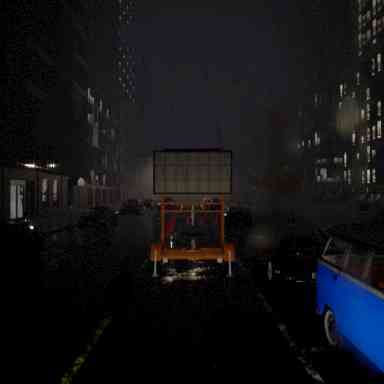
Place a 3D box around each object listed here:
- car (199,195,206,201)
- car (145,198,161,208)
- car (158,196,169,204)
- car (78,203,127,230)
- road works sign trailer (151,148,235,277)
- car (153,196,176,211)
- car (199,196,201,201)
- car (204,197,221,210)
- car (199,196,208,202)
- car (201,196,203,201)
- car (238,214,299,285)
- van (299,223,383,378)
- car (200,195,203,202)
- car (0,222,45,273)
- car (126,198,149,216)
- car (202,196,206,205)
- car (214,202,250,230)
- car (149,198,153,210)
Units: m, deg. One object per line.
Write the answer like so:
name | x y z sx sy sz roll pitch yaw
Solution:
car | 2.707 1.561 89.107 1.752 1.417 4.829 0 0 0
car | -5.679 1.558 49.138 1.887 1.381 4.507 0 0 0
car | -5.677 1.565 66.205 1.887 1.381 4.507 0 0 0
car | -5.682 1.555 20.692 2.008 1.369 4.403 0 0 0
road works sign trailer | 0.025 0.466 10.256 2.380 3.560 2.880 0 0 0
car | -3.084 1.362 40.469 2.097 1.767 4.553 0 0 0
car | 2.703 1.568 60.493 2.008 1.369 4.403 0 0 0
car | 2.700 1.560 37.737 2.008 1.369 4.403 0 0 0
car | 2.705 1.594 77.559 1.947 1.339 4.313 0 0 0
car | 2.702 1.558 49.115 1.887 1.381 4.507 0 0 0
car | 2.697 1.552 9.293 2.008 1.369 4.403 0 0 0
van | 2.699 1.342 3.604 1.690 1.788 3.998 0 0 0
car | 2.702 1.597 54.804 1.802 1.307 4.206 0 0 0
car | -5.684 1.567 9.314 1.947 1.339 4.313 0 0 0
car | -5.680 1.447 32.071 1.967 1.590 4.097 0 0 0
car | 2.702 1.451 43.425 1.967 1.590 4.097 0 0 0
car | 2.699 1.555 20.670 2.008 1.369 4.403 0 0 0
car | -5.680 1.562 43.449 2.008 1.369 4.403 0 0 0
